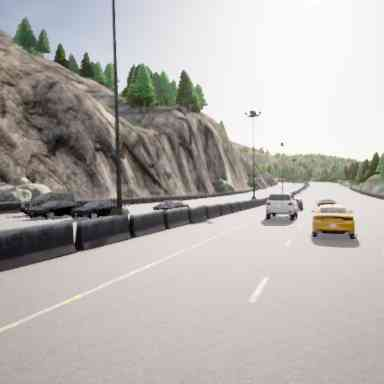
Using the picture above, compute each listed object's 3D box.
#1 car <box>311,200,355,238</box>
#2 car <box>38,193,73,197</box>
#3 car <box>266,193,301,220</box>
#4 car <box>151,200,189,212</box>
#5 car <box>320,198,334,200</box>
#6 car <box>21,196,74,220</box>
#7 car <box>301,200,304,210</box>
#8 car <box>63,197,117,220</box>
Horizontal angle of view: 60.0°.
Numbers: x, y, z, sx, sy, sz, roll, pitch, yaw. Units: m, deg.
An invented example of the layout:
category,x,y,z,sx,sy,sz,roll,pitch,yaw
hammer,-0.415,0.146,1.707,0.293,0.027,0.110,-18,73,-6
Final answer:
category,x,y,z,sx,sy,sz,roll,pitch,yaw
car,7.444,1.426,17.683,1.882,1.535,5.008,0,0,21
car,-13.546,1.143,31.848,2.150,2.045,5.566,0,0,21
car,7.465,1.134,27.391,2.150,2.045,5.566,0,-1,21
car,-2.017,1.461,32.510,2.033,1.411,5.357,0,0,21
car,13.523,1.406,33.309,1.837,1.490,4.892,0,-1,21
car,-11.356,1.408,27.824,1.882,1.535,5.008,0,0,21
car,12.399,1.378,40.075,2.128,1.511,4.902,0,0,21
car,-7.806,1.408,27.296,1.882,1.535,5.008,0,0,21
